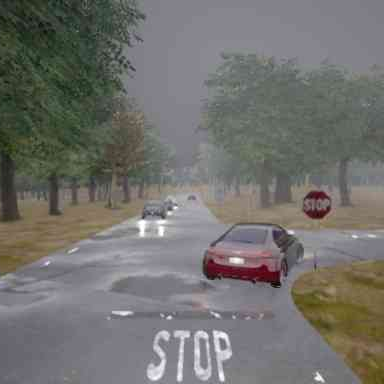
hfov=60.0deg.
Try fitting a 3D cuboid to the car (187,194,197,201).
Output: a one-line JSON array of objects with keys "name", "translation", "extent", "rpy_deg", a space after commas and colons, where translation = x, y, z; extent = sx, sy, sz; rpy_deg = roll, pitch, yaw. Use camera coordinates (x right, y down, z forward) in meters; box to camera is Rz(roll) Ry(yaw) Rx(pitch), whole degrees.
[{"name": "car", "translation": [-0.001, 1.133, 68.980], "extent": [1.837, 1.490, 4.892], "rpy_deg": [0, 1, 0]}]

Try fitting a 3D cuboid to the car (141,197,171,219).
[{"name": "car", "translation": [-3.096, 1.407, 28.330], "extent": [1.837, 1.490, 4.892], "rpy_deg": [1, 0, 0]}]

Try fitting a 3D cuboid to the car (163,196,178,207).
[{"name": "car", "translation": [-3.087, 1.323, 48.465], "extent": [1.812, 1.442, 4.674], "rpy_deg": [0, 0, 0]}]

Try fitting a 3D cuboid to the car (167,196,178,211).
[{"name": "car", "translation": [-3.090, 1.408, 38.172], "extent": [2.033, 1.411, 5.357], "rpy_deg": [0, 0, 0]}]

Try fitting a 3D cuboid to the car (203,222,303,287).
[{"name": "car", "translation": [1.879, 1.545, 9.496], "extent": [1.994, 1.385, 4.181], "rpy_deg": [0, 0, 25]}]
